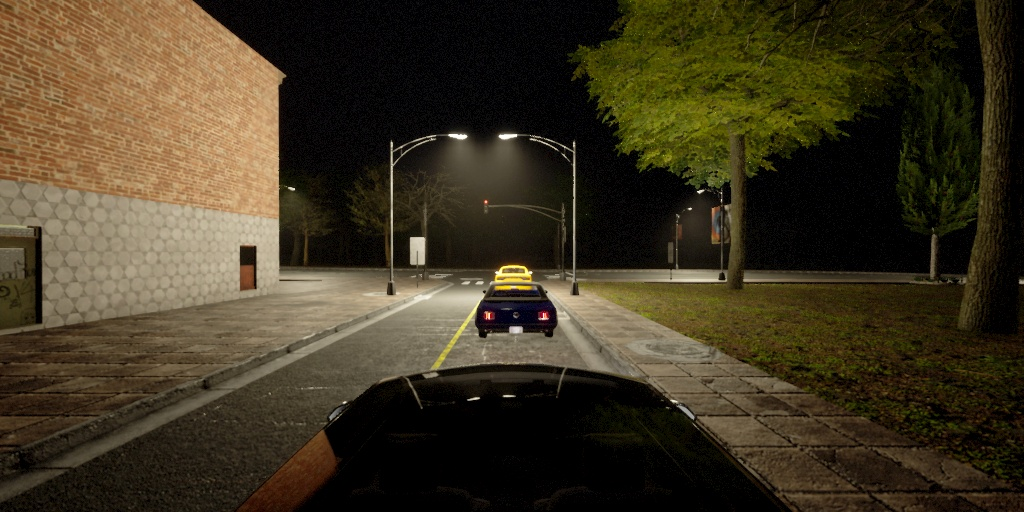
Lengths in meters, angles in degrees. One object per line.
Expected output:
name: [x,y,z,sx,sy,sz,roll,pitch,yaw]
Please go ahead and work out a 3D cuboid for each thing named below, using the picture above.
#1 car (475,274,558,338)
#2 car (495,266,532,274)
car: [0.094,1.362,10.189,1.895,1.301,4.718,0,0,0]
car: [0.092,1.266,19.534,1.882,1.535,5.008,0,0,1]
